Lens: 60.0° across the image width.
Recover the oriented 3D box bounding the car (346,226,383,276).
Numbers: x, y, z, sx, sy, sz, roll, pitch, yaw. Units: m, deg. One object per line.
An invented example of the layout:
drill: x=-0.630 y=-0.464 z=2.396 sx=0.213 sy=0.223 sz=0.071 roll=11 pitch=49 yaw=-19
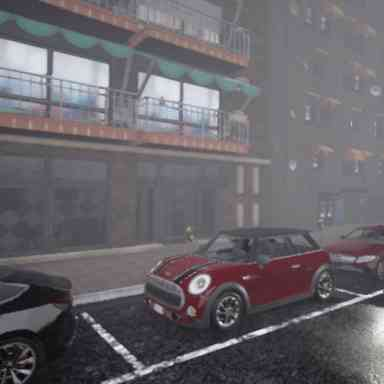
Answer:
car: x=5.617 y=1.706 z=10.101 sx=4.206 sy=1.307 sz=1.802 roll=1 pitch=-1 yaw=-35

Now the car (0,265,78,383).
car: x=-3.494 y=1.555 z=3.609 sx=4.313 sy=1.339 sz=1.947 roll=1 pitch=-1 yaw=-35

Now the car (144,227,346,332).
car: x=1.063 y=1.497 z=6.856 sx=4.097 sy=1.590 sz=1.967 roll=1 pitch=-1 yaw=-35

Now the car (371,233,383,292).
car: x=6.116 y=1.674 z=7.426 sx=4.181 sy=1.385 sz=1.994 roll=1 pitch=0 yaw=-35
